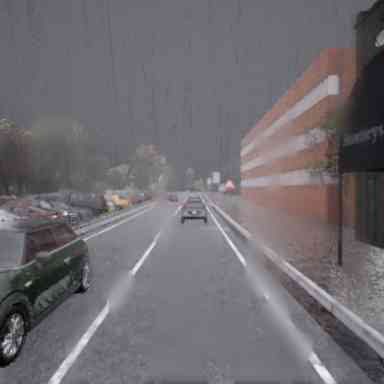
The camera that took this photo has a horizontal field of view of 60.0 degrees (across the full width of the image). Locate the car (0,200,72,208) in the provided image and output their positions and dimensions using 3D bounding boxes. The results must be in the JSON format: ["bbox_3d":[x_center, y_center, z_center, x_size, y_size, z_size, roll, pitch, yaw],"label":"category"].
[{"bbox_3d":[-9.280,1.386,17.379,5.008,1.535,2.097,0,1,0],"label":"car"}]

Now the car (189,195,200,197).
[{"bbox_3d":[0.289,1.084,41.423,2.128,1.511,4.902,0,1,0],"label":"car"}]

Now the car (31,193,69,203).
[{"bbox_3d":[-21.762,0.891,51.237,4.892,1.521,2.231,0,1,0],"label":"car"}]

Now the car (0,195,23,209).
[{"bbox_3d":[-21.797,1.098,36.995,5.008,1.535,2.097,0,1,0],"label":"car"}]

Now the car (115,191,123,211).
[{"bbox_3d":[-9.280,1.054,31.505,4.553,1.767,2.185,0,1,0],"label":"car"}]

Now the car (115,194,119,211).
[{"bbox_3d":[-9.441,1.218,28.681,5.366,1.575,1.946,0,1,0],"label":"car"}]

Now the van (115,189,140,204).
[{"bbox_3d":[-9.336,0.789,42.805,4.442,1.987,1.878,0,1,0],"label":"van"}]

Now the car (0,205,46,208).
[{"bbox_3d":[-9.290,1.467,14.554,4.674,1.452,2.002,0,1,0],"label":"car"}]

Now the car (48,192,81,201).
[{"bbox_3d":[-21.762,0.806,56.883,4.892,1.521,2.231,0,1,0],"label":"car"}]

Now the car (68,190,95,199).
[{"bbox_3d":[-21.670,0.536,65.359,4.553,1.767,2.185,0,0,0],"label":"car"}]

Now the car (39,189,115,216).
[{"bbox_3d":[-9.292,1.011,25.852,5.566,2.045,2.435,0,1,0],"label":"car"}]

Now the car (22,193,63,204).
[{"bbox_3d":[-21.768,0.931,48.413,5.008,1.535,2.097,0,1,0],"label":"car"}]

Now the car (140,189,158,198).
[{"bbox_3d":[-9.139,0.464,62.582,5.566,2.045,2.435,0,1,0],"label":"car"}]

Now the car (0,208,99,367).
[{"bbox_3d":[-3.342,1.333,5.714,2.097,1.767,4.553,0,0,0],"label":"car"}]

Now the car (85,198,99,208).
[{"bbox_3d":[-9.273,1.344,23.031,4.674,1.452,2.002,0,1,0],"label":"car"}]

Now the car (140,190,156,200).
[{"bbox_3d":[-9.177,0.805,56.934,5.008,1.535,2.097,0,1,0],"label":"car"}]

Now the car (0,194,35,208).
[{"bbox_3d":[-21.800,1.057,39.818,5.008,1.535,2.097,0,1,0],"label":"car"}]

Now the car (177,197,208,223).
[{"bbox_3d":[0.166,1.369,24.050,2.033,1.411,5.357,0,1,0],"label":"car"}]

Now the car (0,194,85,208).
[{"bbox_3d":[-9.310,1.219,20.203,4.553,1.767,2.185,0,1,0],"label":"car"}]

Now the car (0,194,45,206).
[{"bbox_3d":[-21.817,1.043,42.766,4.792,1.488,2.163,0,1,0],"label":"car"}]

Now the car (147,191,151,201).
[{"bbox_3d":[-9.194,0.931,51.285,4.674,1.452,2.002,0,1,0],"label":"car"}]

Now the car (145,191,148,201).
[{"bbox_3d":[-9.207,0.972,48.459,4.674,1.452,2.002,0,1,0],"label":"car"}]

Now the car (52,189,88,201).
[{"bbox_3d":[-21.720,0.511,59.579,5.566,2.045,2.435,0,1,0],"label":"car"}]

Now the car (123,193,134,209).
[{"bbox_3d":[-9.056,1.135,34.331,5.366,1.575,1.946,0,1,0],"label":"car"}]

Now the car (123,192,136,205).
[{"bbox_3d":[-9.419,1.094,37.158,5.366,1.575,1.946,0,1,0],"label":"car"}]

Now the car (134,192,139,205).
[{"bbox_3d":[-9.224,1.096,39.983,4.674,1.452,2.002,0,1,0],"label":"car"}]

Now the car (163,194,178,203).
[{"bbox_3d":[-3.071,0.974,48.814,1.994,1.385,4.181,0,-3,1],"label":"car"}]

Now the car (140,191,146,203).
[{"bbox_3d":[-9.182,1.003,45.634,4.792,1.488,2.163,0,1,0],"label":"car"}]

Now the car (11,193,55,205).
[{"bbox_3d":[-21.776,0.972,45.590,5.008,1.535,2.097,0,1,0],"label":"car"}]
